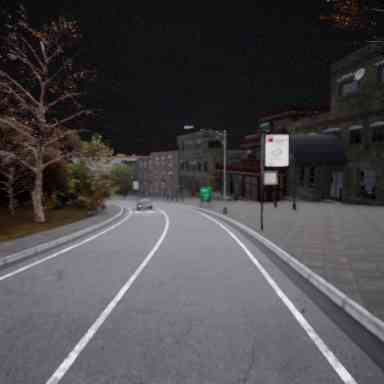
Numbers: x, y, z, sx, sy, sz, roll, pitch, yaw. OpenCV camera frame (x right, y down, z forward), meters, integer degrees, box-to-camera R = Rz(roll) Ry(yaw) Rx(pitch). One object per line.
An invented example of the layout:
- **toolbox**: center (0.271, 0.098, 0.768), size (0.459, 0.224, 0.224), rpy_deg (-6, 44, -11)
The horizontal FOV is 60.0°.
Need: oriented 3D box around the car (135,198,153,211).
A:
- **car**: center (-5.875, 1.543, 41.013), size (1.837, 1.490, 4.892), rpy_deg (-2, 0, -11)
